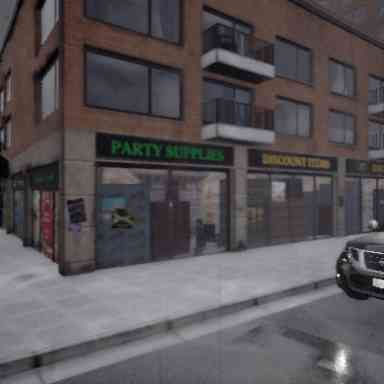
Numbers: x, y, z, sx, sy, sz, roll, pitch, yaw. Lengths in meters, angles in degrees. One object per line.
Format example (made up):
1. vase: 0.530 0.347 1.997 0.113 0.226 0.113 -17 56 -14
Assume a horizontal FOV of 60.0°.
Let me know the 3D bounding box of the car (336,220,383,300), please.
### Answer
1. car: 5.510 1.230 7.298 5.566 2.045 2.150 0 0 -35
